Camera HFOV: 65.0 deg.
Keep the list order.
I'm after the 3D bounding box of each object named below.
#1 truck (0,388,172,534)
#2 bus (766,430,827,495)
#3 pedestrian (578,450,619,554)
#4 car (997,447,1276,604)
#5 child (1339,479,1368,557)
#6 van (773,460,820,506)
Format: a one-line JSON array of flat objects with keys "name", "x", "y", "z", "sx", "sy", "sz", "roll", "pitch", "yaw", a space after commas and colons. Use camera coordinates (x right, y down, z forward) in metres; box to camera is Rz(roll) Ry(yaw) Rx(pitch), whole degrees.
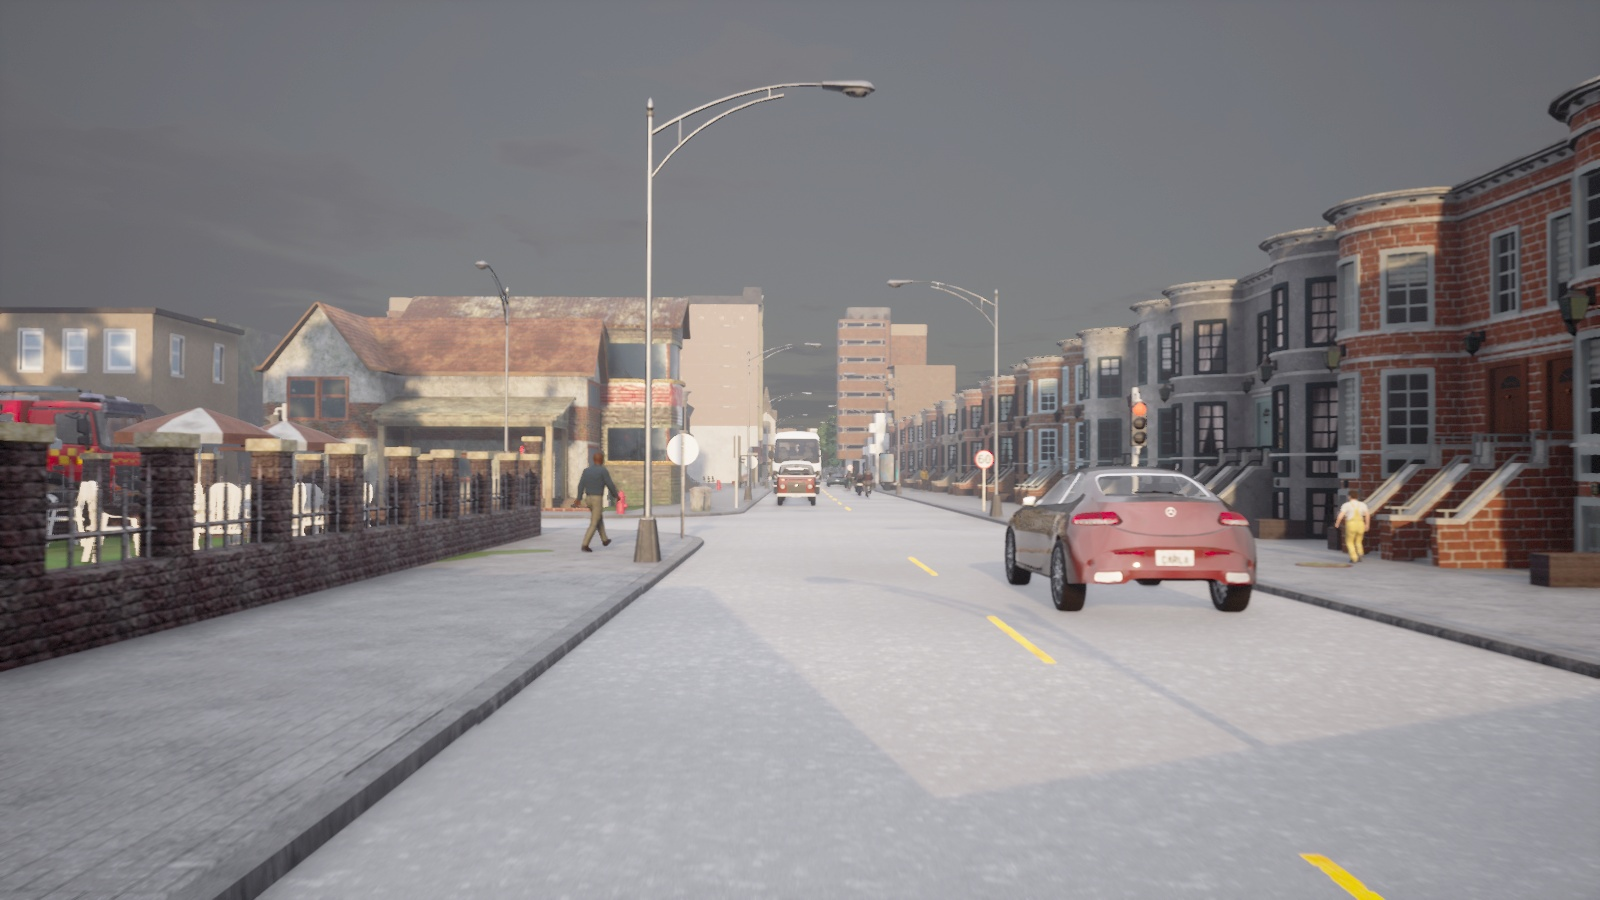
[{"name": "truck", "x": -22.187, "y": 0.320, "z": 34.394, "sx": 8.468, "sy": 3.827, "sz": 2.891, "roll": 0, "pitch": -1, "yaw": -3}, {"name": "bus", "x": -0.240, "y": 0.895, "z": 86.938, "sx": 3.944, "sy": 4.253, "sz": 10.273, "roll": 0, "pitch": -1, "yaw": 0}, {"name": "pedestrian", "x": -3.629, "y": 0.918, "z": 22.609, "sx": 0.370, "sy": 1.835, "sz": 0.726, "roll": -1, "pitch": -1, "yaw": 27}, {"name": "car", "x": 3.944, "y": 0.841, "z": 15.763, "sx": 2.152, "sy": 1.651, "sz": 5.027, "roll": 0, "pitch": -1, "yaw": 0}, {"name": "child", "x": 9.061, "y": 1.110, "z": 20.564, "sx": 0.270, "sy": 1.263, "sz": 0.437, "roll": 0, "pitch": -1, "yaw": 2}, {"name": "van", "x": -0.167, "y": 1.507, "z": 57.846, "sx": 2.069, "sy": 2.038, "sz": 4.480, "roll": 0, "pitch": -1, "yaw": 0}]
